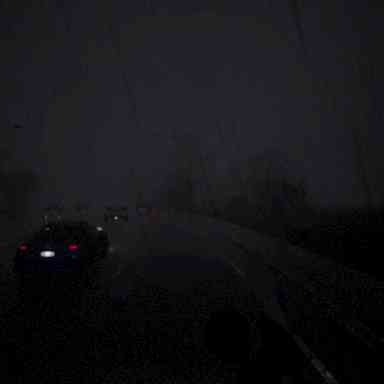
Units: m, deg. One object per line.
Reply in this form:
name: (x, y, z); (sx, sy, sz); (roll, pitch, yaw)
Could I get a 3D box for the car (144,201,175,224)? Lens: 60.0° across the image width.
car: (-2.485, 1.729, 26.291); (2.033, 1.411, 5.357); (0, 0, -10)

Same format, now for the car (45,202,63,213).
car: (-17.419, 1.890, 42.103); (1.895, 1.301, 4.718); (0, 0, -18)

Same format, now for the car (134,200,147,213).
car: (-6.141, 1.780, 41.588); (2.128, 1.511, 4.902); (0, 0, -16)

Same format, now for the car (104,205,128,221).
car: (-6.529, 1.801, 28.798); (1.895, 1.301, 4.718); (0, 0, -11)

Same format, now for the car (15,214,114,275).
car: (-4.004, 1.643, 10.882); (1.994, 1.385, 4.181); (0, 0, -4)

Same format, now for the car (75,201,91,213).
car: (-13.827, 1.840, 42.403); (2.033, 1.411, 5.357); (0, 0, -17)
